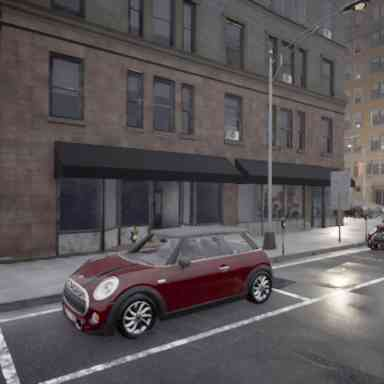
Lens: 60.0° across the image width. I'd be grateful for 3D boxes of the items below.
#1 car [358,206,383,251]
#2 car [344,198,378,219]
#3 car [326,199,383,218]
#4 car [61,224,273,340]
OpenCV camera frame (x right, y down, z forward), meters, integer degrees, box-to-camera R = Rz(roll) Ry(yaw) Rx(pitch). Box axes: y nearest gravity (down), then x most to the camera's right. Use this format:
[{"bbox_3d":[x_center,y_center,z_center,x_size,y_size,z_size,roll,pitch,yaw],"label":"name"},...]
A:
[{"bbox_3d":[8.582,1.470,12.916,4.097,1.590,1.967,0,0,-36],"label":"car"},{"bbox_3d":[13.257,1.305,28.165,2.097,1.767,4.553,1,0,-34],"label":"car"},{"bbox_3d":[15.342,1.476,30.973,2.128,1.511,4.902,1,0,-36],"label":"car"},{"bbox_3d":[-0.348,1.447,6.516,4.097,1.590,1.967,0,0,-36],"label":"car"}]
